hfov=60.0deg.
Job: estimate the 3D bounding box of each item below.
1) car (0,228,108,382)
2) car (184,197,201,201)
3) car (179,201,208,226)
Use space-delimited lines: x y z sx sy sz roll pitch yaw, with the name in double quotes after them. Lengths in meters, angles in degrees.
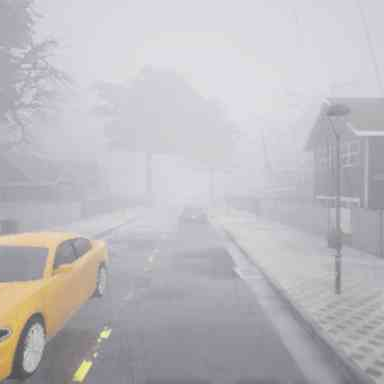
-2.846 1.480 5.678 1.882 1.535 5.008 0 0 0 "car"
0.105 1.392 42.131 2.097 1.767 4.553 0 0 0 "car"
0.097 1.584 23.863 1.994 1.385 4.181 0 0 0 "car"
